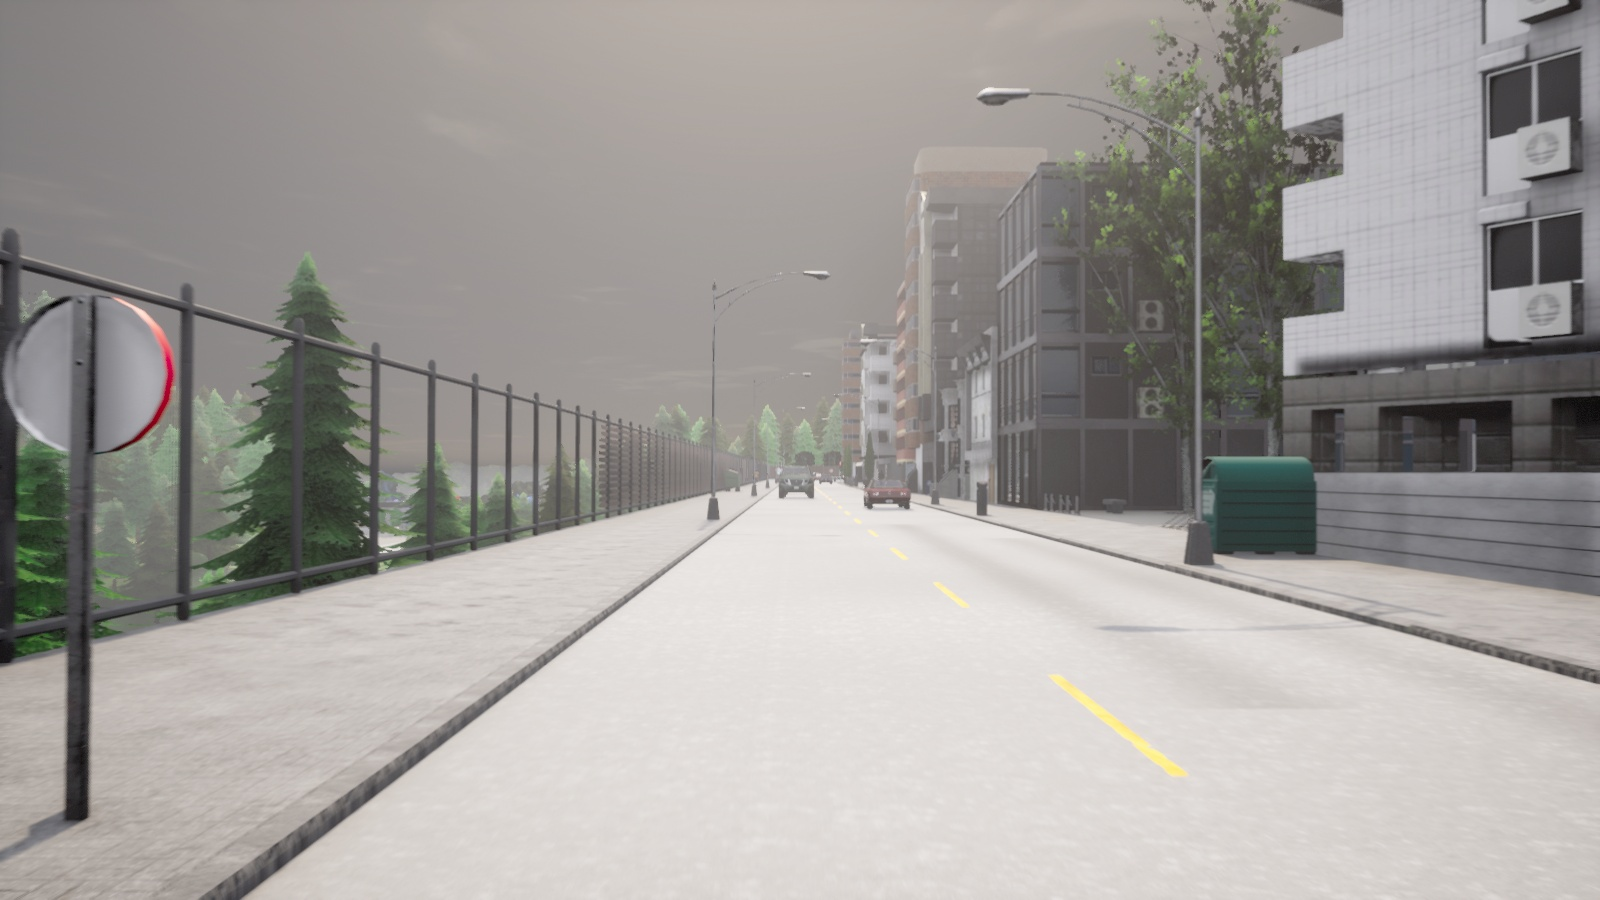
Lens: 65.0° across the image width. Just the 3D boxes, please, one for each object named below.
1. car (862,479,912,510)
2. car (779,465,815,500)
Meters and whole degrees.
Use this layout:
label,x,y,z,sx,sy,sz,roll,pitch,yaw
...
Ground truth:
label,x,y,z,sx,sy,sz,roll,pitch,yaw
car,3.851,1.963,56.329,1.895,1.301,4.718,0,-1,0
car,-0.206,2.008,78.166,2.150,2.045,5.566,0,-1,0
